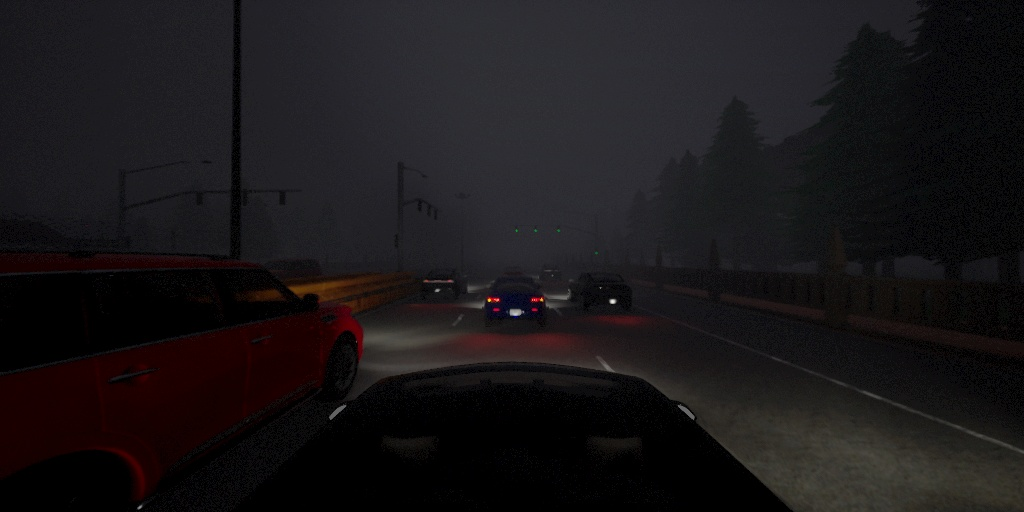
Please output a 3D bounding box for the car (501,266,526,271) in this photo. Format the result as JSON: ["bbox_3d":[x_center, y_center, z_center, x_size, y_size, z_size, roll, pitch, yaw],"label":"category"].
[{"bbox_3d":[0.100,1.522,28.127,1.812,1.442,4.674,0,0,0],"label":"car"}]

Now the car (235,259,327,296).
[{"bbox_3d":[-14.001,1.186,22.314,2.150,2.045,5.566,0,-1,0],"label":"car"}]

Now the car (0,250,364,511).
[{"bbox_3d":[-3.400,0.988,3.288,2.150,2.045,5.566,0,0,0],"label":"car"}]

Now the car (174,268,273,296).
[{"bbox_3d":[-17.516,1.520,22.245,2.033,1.411,5.357,0,-1,-3],"label":"car"}]

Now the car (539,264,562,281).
[{"bbox_3d":[3.599,1.544,34.196,2.128,1.511,4.902,0,-1,0],"label":"car"}]

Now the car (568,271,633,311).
[{"bbox_3d":[3.600,1.381,15.226,1.837,1.490,4.892,0,0,0],"label":"car"}]

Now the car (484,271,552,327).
[{"bbox_3d":[0.096,1.371,11.889,1.812,1.442,4.674,0,-1,0],"label":"car"}]

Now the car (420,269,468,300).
[{"bbox_3d":[-3.454,1.401,18.831,2.128,1.511,4.902,0,-1,-1],"label":"car"}]
